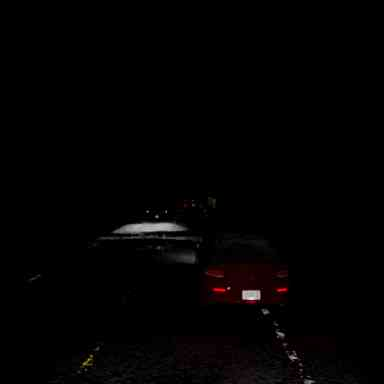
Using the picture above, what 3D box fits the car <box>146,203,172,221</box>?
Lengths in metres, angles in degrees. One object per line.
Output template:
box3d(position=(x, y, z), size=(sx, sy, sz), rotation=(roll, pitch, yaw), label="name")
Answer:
box3d(position=(-2.684, 1.598, 27.687), size=(1.895, 1.301, 4.718), rotation=(0, 0, 0), label="car")

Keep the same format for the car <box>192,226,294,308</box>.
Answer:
box3d(position=(0.979, 1.526, 7.764), size=(1.812, 1.442, 4.674), rotation=(0, 0, 0), label="car")

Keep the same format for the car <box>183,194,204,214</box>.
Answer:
box3d(position=(0.157, 1.348, 34.948), size=(2.097, 1.767, 4.553), rotation=(0, 0, 0), label="car")
